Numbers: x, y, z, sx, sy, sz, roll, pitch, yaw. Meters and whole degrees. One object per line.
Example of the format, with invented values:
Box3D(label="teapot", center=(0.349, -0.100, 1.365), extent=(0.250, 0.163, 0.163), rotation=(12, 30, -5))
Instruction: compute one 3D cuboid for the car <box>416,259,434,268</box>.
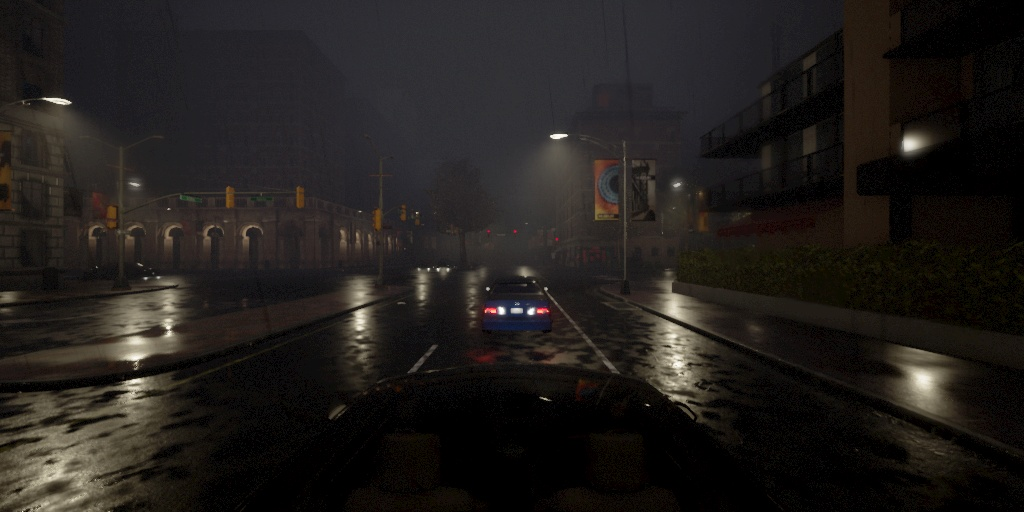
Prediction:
Box3D(label="car", center=(-14.527, 1.213, 61.723), extent=(1.882, 1.535, 5.008), rotation=(0, 0, 1))

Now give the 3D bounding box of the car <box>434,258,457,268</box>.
Box3D(label="car", center=(-11.060, 1.088, 59.653), extent=(2.097, 1.767, 4.553), rotation=(0, 0, 1))

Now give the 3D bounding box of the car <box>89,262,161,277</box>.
Box3D(label="car", center=(-37.191, 1.289, 34.525), extent=(5.357, 1.411, 2.033), rotation=(0, 0, 0))

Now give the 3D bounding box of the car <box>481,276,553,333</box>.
Box3D(label="car", center=(0.145, 1.295, 10.705), extent=(2.033, 1.411, 5.357), rotation=(0, 0, 1))
